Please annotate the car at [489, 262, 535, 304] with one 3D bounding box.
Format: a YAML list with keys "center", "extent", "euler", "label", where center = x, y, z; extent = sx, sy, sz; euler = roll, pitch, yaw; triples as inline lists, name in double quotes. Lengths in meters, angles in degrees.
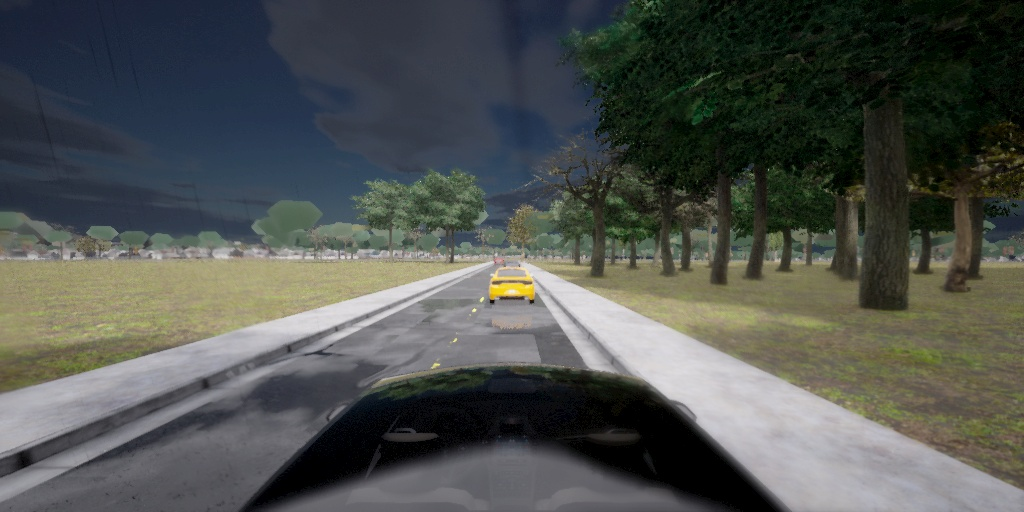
- center: [0.001, 1.233, 16.500]
  extent: [1.882, 1.535, 5.008]
  euler: [0, 0, 0]
  label: "car"

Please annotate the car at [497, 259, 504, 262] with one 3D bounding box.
- center: [0.001, 1.243, 31.500]
  extent: [2.128, 1.511, 4.902]
  euler: [0, 0, 0]
  label: "car"
